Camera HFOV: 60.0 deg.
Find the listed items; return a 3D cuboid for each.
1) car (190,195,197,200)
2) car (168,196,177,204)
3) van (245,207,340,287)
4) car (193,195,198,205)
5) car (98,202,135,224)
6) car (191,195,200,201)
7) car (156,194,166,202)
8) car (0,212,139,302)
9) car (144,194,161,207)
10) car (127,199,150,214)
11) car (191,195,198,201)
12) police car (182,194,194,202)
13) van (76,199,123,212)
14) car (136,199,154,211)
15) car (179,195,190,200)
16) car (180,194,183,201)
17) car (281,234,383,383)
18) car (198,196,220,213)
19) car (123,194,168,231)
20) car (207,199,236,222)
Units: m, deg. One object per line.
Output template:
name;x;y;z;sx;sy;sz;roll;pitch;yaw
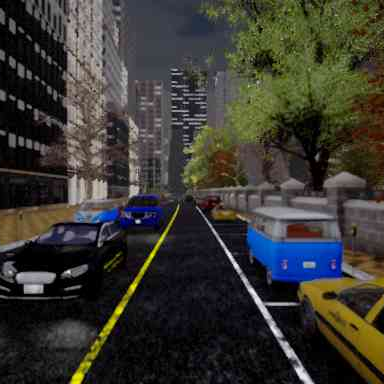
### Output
car;0.363;1.534;92.256;1.947;1.339;4.313;0;0;-2
car;-3.883;1.496;64.176;2.128;1.511;4.902;0;0;-1
van;2.537;1.343;9.076;1.690;1.788;3.998;0;0;0
car;1.622;1.519;59.157;1.752;1.417;4.829;0;0;-2
car;-5.645;1.549;25.527;1.887;1.381;4.507;0;0;-1
car;0.813;1.529;81.165;2.008;1.369;4.403;0;0;-2
car;-6.989;1.299;75.445;2.192;1.841;5.009;0;0;-2
car;-2.878;1.495;8.474;2.128;1.511;4.902;0;0;0
car;-6.230;1.313;53.262;2.192;1.841;5.009;0;0;-2
car;-5.830;1.548;36.622;1.887;1.381;4.507;0;0;-1
car;0.588;1.555;86.711;1.802;1.307;4.206;0;0;-2
police car;-0.625;1.410;73.583;1.930;1.638;5.238;0;0;-2
van;-5.577;1.346;19.982;1.690;1.788;3.998;0;0;-1
car;-5.949;1.584;42.171;1.802;1.307;4.206;0;0;-1
car;-1.943;1.476;89.762;1.837;1.490;4.892;0;0;15
car;-1.613;1.481;83.177;1.837;1.490;4.892;0;0;-17
car;2.559;1.526;3.701;1.752;1.417;4.829;0;0;0
car;2.193;1.316;36.804;2.192;1.841;5.009;0;0;-1
car;-2.967;1.223;20.882;2.150;2.045;5.566;0;0;0
car;2.376;1.528;25.878;1.752;1.417;4.829;0;0;-1
